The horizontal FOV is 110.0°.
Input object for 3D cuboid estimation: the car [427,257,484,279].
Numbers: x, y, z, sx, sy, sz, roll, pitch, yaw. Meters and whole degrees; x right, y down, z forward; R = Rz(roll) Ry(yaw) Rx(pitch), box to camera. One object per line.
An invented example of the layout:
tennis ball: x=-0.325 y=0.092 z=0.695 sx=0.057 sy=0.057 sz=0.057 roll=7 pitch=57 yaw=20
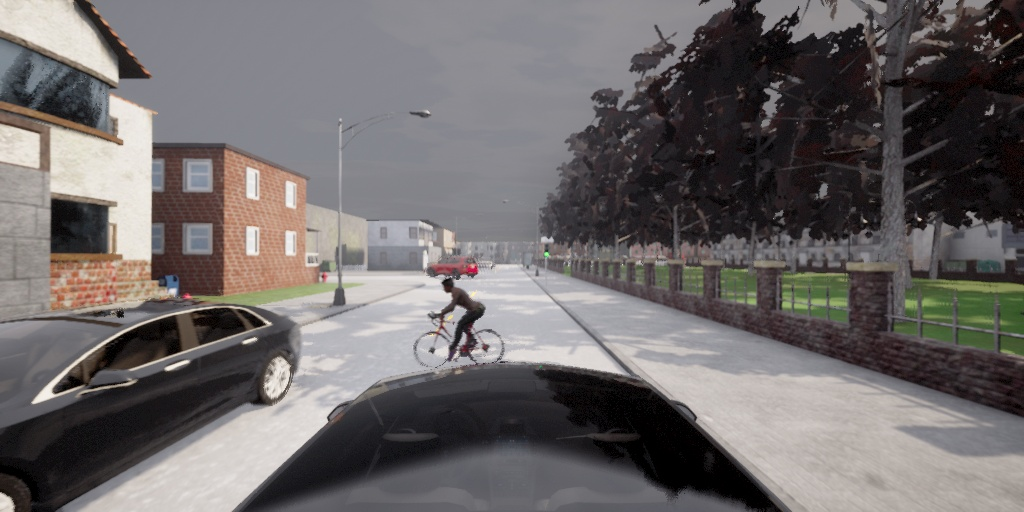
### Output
car: x=-5.849 y=1.150 z=35.146 sx=5.566 sy=2.045 sz=2.150 roll=0 pitch=-1 yaw=36

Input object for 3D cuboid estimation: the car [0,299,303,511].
car: x=-4.096 y=1.265 z=3.507 sx=1.837 sy=1.490 sz=4.892 roll=0 pitch=0 yaw=0

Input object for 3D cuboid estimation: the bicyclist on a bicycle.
bicyclist on a bicycle: x=-0.976 y=1.225 z=6.511 sx=1.656 sy=1.620 sz=0.582 roll=-2 pitch=0 yaw=-2

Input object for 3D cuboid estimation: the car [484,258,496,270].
car: x=-4.435 y=1.288 z=60.840 sx=2.150 sy=2.045 sz=5.566 roll=0 pitch=-1 yaw=0
